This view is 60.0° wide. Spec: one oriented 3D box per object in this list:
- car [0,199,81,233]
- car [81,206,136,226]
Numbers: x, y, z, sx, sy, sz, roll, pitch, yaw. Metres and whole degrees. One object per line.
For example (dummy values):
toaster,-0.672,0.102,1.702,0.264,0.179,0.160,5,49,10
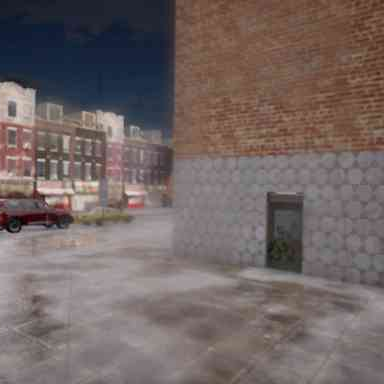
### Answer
car,-9.559,1.347,19.719,2.192,1.841,5.009,0,-1,36
car,-6.227,1.663,24.357,1.752,1.417,4.829,0,-1,36
